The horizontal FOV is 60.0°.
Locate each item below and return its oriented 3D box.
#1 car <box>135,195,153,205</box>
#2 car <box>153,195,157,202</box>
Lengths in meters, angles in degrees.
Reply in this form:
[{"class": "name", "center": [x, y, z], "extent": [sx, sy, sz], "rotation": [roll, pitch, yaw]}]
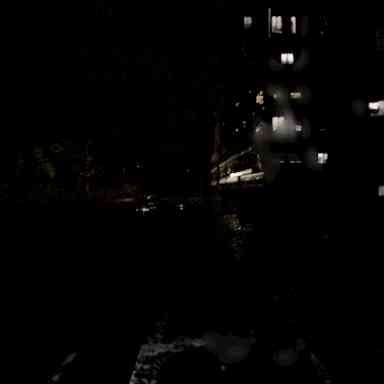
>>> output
[{"class": "car", "center": [-7.854, 1.258, 52.324], "extent": [2.128, 1.511, 4.902], "rotation": [0, 0, -2]}, {"class": "car", "center": [-8.294, 1.229, 68.839], "extent": [2.033, 1.411, 5.357], "rotation": [0, 0, -1]}]
